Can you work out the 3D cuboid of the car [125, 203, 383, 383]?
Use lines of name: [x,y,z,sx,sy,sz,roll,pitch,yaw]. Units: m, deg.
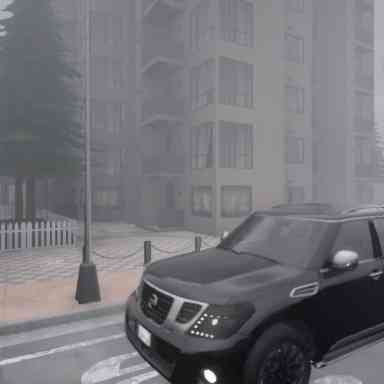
car: [1.838,1.224,5.079,5.566,2.045,2.150,0,0,-31]
